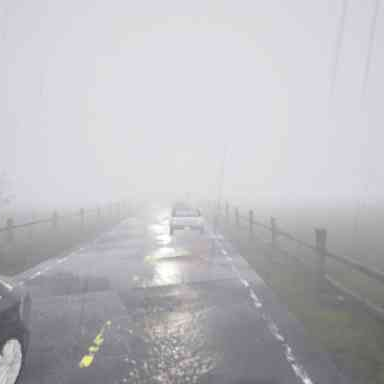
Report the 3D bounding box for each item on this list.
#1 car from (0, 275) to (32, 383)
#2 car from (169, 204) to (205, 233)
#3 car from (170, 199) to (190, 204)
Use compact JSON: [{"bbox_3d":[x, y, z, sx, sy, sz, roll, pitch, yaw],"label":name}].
[{"bbox_3d":[-2.889,1.505,2.252,1.837,1.490,4.892,0,0,0],"label":"car"},{"bbox_3d":[-0.340,1.590,19.396,1.895,1.301,4.718,0,0,-2],"label":"car"},{"bbox_3d":[-1.264,1.499,35.450,1.837,1.490,4.892,0,0,-4],"label":"car"}]
